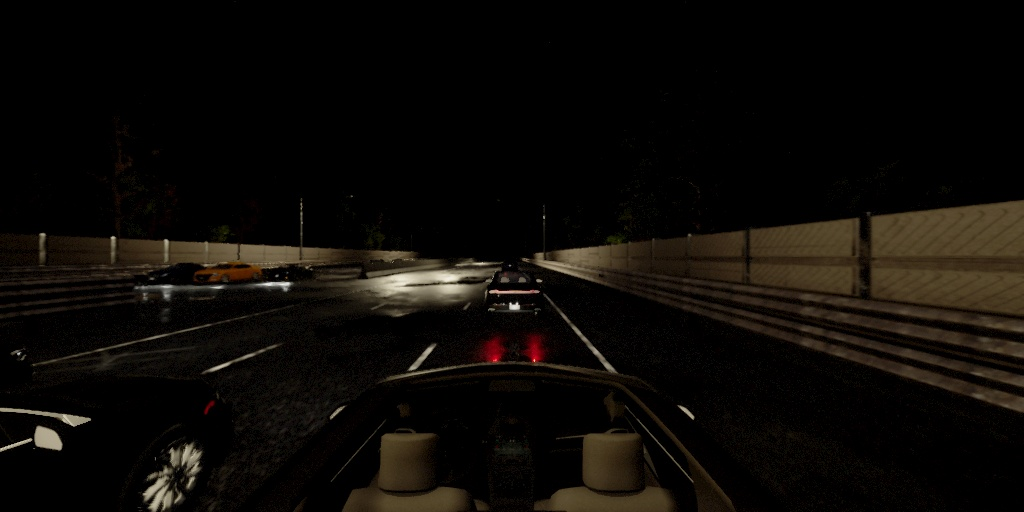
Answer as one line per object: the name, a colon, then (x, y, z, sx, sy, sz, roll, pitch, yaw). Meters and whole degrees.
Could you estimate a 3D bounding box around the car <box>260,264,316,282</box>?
car: (-17.765, 1.323, 29.061, 1.994, 1.385, 4.181, 0, 0, -1)

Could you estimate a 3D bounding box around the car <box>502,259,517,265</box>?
car: (-0.259, 1.191, 44.553, 2.033, 1.649, 4.856, 0, 0, -1)

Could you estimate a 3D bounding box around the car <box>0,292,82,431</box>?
car: (-6.906, 1.243, 2.424, 2.128, 1.511, 4.902, 0, 0, 0)

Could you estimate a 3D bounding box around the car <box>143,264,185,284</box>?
car: (-24.741, 1.285, 26.931, 1.812, 1.442, 4.674, 0, 0, -1)

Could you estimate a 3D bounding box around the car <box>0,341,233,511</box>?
car: (-3.406, 1.255, 1.199, 1.837, 1.490, 4.892, 0, 0, 0)

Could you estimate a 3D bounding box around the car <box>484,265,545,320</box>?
car: (0.065, 1.244, 12.620, 2.128, 1.511, 4.902, 0, 0, 0)

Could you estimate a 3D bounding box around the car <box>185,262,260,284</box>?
car: (-21.242, 1.237, 27.007, 1.882, 1.535, 5.008, 0, 0, -1)
